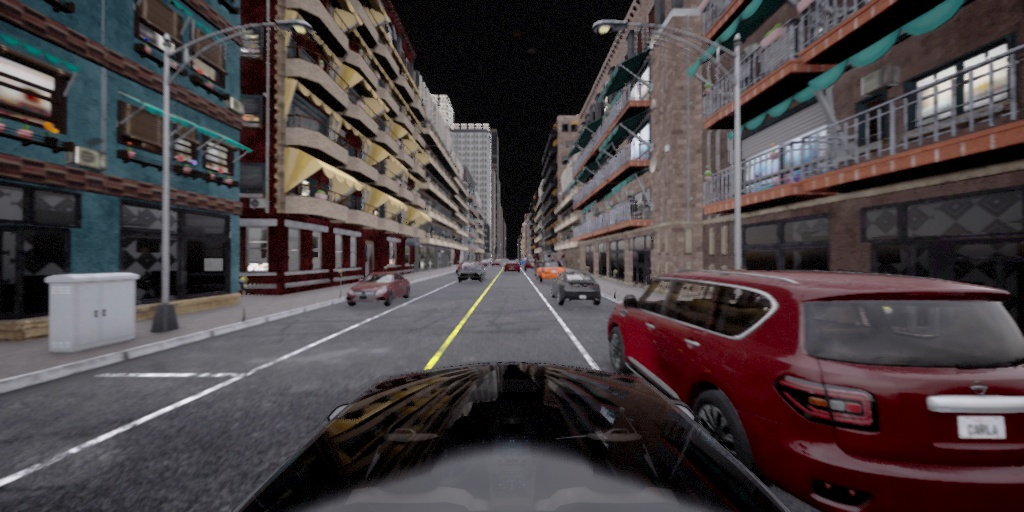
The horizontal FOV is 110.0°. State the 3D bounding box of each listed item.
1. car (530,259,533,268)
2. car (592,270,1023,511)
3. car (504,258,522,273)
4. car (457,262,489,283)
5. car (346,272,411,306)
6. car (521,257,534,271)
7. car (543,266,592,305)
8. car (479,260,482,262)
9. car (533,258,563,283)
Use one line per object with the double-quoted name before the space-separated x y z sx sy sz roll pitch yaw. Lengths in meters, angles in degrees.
"car" 3.150 1.316 36.045 1.837 1.490 4.892 0 0 0
"car" 2.691 1.069 4.443 2.192 1.841 5.009 0 0 0
"car" 0.015 1.321 45.551 1.882 1.535 5.008 0 0 0
"car" -3.097 1.398 28.200 1.895 1.301 4.718 0 0 0
"car" -5.688 1.357 15.806 1.802 1.307 4.207 0 0 0
"car" 2.696 1.153 49.901 2.192 1.841 5.009 0 0 0
"car" 2.692 1.325 15.808 2.007 1.370 4.403 0 0 0
"car" -5.685 1.421 49.900 1.802 1.307 4.207 0 0 0
"car" 3.116 1.151 29.016 2.097 1.767 4.553 0 0 0
